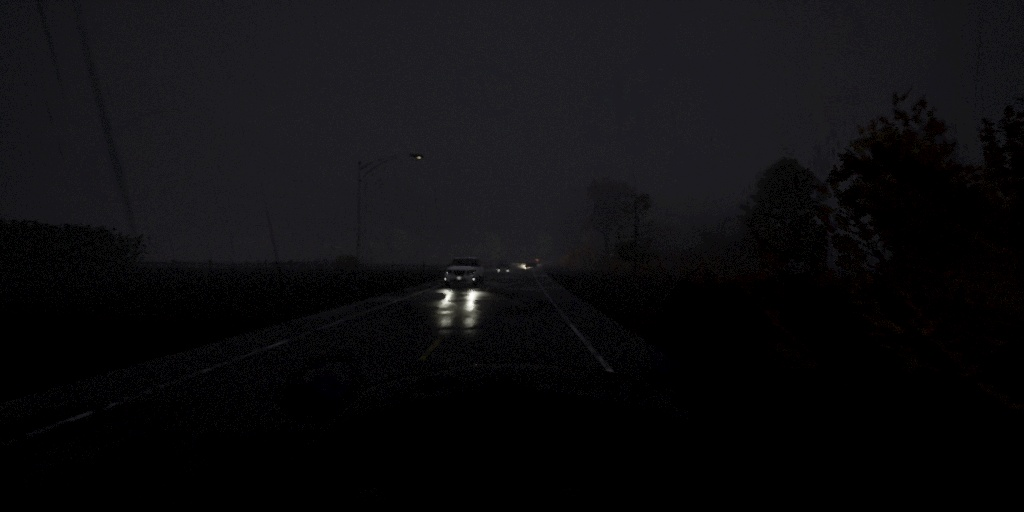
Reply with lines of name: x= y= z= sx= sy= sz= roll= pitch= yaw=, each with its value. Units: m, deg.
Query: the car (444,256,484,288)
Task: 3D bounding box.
car: x=-3.240 y=1.049 z=25.284 sx=2.150 sy=2.045 sz=5.566 roll=1 pitch=-1 yaw=2

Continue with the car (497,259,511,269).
car: x=-1.416 y=1.349 z=63.437 sx=2.097 sy=1.767 sz=4.553 roll=1 pitch=0 yaw=4
